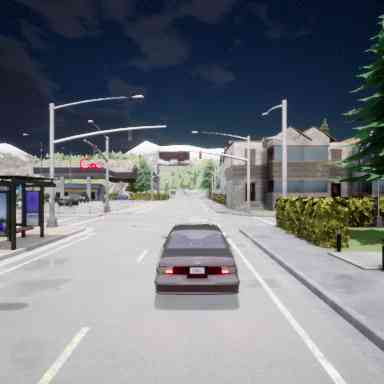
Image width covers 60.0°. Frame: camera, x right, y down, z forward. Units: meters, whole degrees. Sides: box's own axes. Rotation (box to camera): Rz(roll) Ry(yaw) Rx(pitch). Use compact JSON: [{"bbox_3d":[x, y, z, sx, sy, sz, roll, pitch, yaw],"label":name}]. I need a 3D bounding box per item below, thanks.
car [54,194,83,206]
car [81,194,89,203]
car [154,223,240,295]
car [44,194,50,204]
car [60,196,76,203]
[{"bbox_3d":[-18.917,1.489,51.068,2.007,1.523,4.514,0,0,0],"label":"car"},{"bbox_3d":[-22.618,1.268,68.937,1.905,1.878,3.866,0,0,0],"label":"car"},{"bbox_3d":[0.101,1.547,8.871,2.033,1.411,5.357,0,0,0],"label":"car"},{"bbox_3d":[-25.884,1.289,61.061,1.932,1.855,4.605,0,0,0],"label":"car"},{"bbox_3d":[-25.944,1.552,69.540,1.970,1.475,3.806,0,0,0],"label":"car"}]
